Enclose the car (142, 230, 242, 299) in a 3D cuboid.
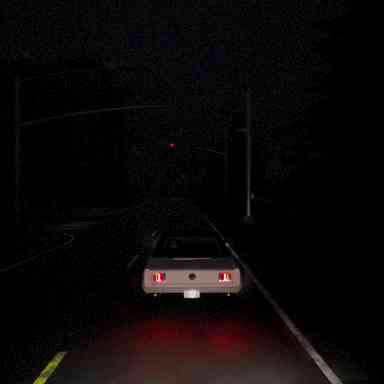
[{"bbox_3d":[-0.036,1.601,8.377,1.895,1.301,4.718,0,0,-1],"label":"car"}]
